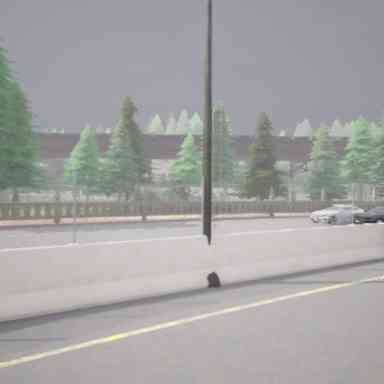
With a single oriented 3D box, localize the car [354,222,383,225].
[{"bbox_3d":[12.986,1.644,22.384,5.008,1.535,1.882,1,0,-21],"label":"car"}]
